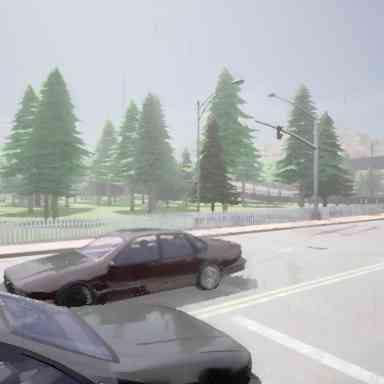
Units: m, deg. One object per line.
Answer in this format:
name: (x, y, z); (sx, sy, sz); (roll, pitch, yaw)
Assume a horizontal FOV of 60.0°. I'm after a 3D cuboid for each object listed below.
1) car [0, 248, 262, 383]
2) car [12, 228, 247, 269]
car: (-1.951, 1.547, 2.374); (5.357, 1.411, 2.033); (0, 0, -36)
car: (-1.184, 1.547, 7.444); (5.357, 1.411, 2.033); (0, 0, -35)
